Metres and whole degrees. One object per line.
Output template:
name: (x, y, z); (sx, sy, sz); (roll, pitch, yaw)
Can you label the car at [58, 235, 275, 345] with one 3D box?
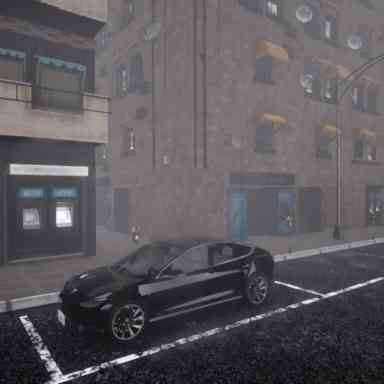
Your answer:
car: (-0.243, 1.565, 6.402); (4.313, 1.339, 1.947); (0, 0, -36)
